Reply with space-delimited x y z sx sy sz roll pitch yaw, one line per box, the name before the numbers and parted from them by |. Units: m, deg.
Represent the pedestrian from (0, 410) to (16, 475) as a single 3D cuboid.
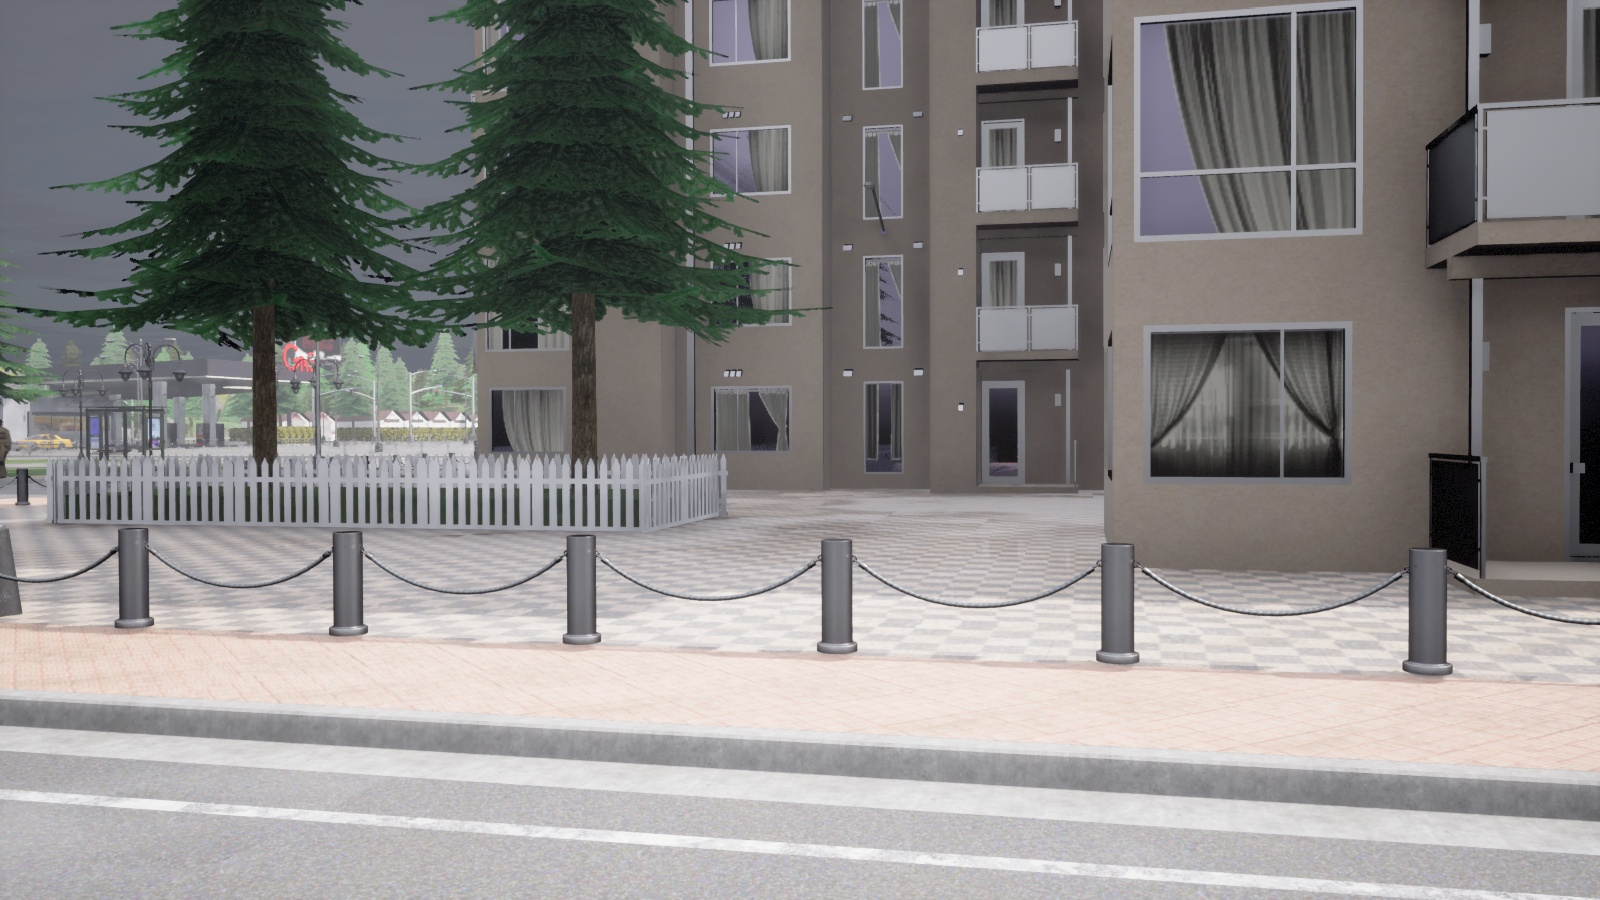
pedestrian | -24.101 -0.225 37.902 0.396 1.930 0.692 0 1 2
